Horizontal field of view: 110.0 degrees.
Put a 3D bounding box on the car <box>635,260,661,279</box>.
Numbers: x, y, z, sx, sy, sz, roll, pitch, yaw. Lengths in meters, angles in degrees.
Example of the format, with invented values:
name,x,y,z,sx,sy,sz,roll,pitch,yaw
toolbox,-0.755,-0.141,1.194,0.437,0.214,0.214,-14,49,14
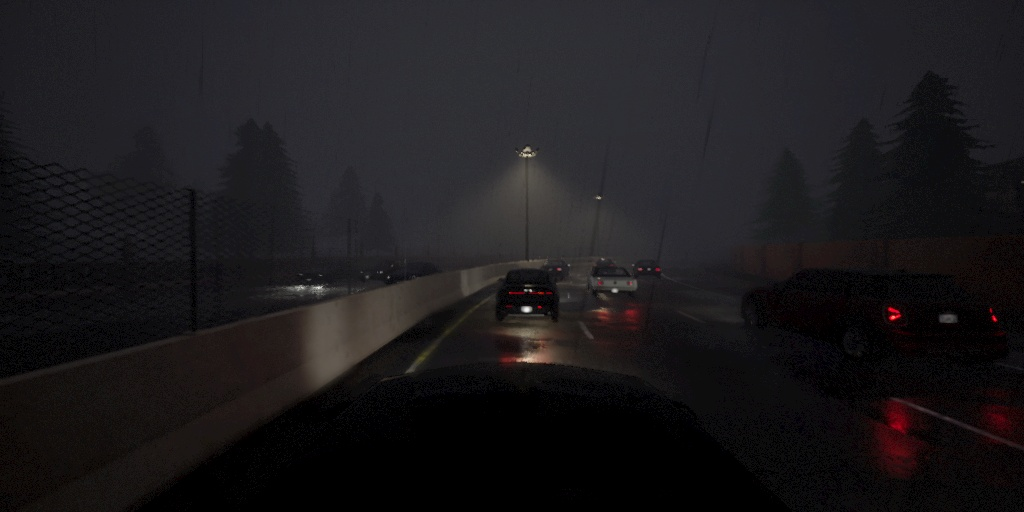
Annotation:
name,x,y,z,sx,sy,sz,roll,pitch,yaw
car,10.699,1.002,28.567,2.033,1.411,5.357,0,1,16

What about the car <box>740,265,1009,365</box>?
name,x,y,z,sx,sy,sz,roll,pitch,yaw
car,7.308,1.032,8.051,2.097,1.767,4.553,0,1,3

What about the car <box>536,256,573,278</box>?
name,x,y,z,sx,sy,sz,roll,pitch,yaw
car,3.519,1.000,28.807,2.033,1.411,5.357,0,1,15

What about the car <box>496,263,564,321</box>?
name,x,y,z,sx,sy,sz,roll,pitch,yaw
car,0.576,1.142,11.925,1.837,1.490,4.892,0,1,5

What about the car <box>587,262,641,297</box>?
name,x,y,z,sx,sy,sz,roll,pitch,yaw
car,4.732,1.176,17.575,1.895,1.301,4.718,0,1,8

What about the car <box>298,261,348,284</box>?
name,x,y,z,sx,sy,sz,roll,pitch,yaw
car,-11.980,1.046,24.641,2.033,1.411,5.357,0,1,11

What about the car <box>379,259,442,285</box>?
name,x,y,z,sx,sy,sz,roll,pitch,yaw
car,-5.513,1.065,20.891,1.812,1.442,4.674,0,1,10

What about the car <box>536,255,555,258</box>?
name,x,y,z,sx,sy,sz,roll,pitch,yaw
car,6.665,0.583,61.655,2.128,1.511,4.902,0,1,33

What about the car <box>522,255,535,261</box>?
name,x,y,z,sx,sy,sz,roll,pitch,yaw
car,3.269,0.603,62.871,1.812,1.442,4.674,0,1,32

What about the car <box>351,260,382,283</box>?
name,x,y,z,sx,sy,sz,roll,pitch,yaw
car,-8.400,0.992,24.433,2.128,1.511,4.902,0,1,11

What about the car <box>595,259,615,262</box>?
name,x,y,z,sx,sy,sz,roll,pitch,yaw
car,8.872,0.957,34.133,1.994,1.385,4.181,0,1,18
